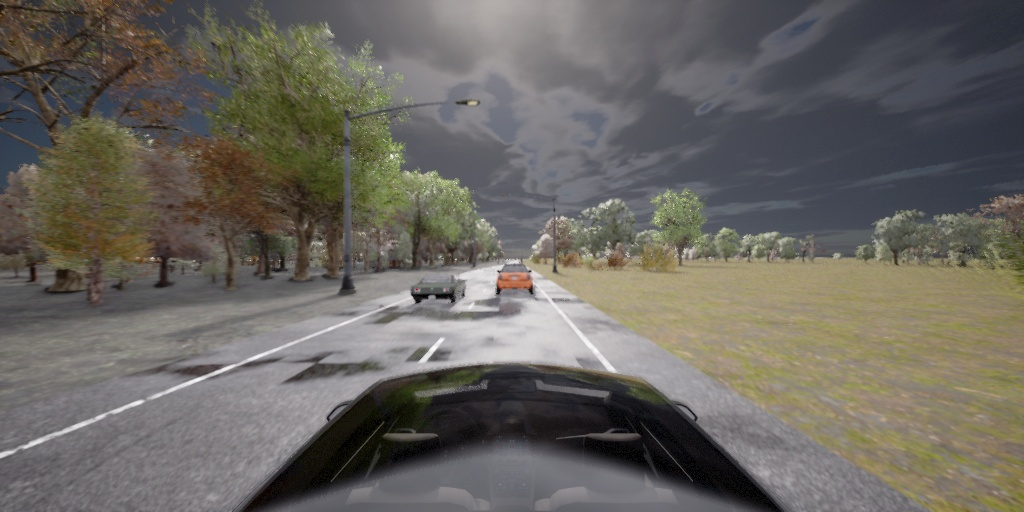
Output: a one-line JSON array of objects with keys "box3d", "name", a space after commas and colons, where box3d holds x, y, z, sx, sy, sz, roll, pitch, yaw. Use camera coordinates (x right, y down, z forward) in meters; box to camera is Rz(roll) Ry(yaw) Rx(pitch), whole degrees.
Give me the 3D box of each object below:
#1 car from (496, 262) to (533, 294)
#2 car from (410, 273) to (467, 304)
[{"box3d": [0.154, 1.233, 21.740, 2.097, 1.767, 4.553, 0, 0, 0], "name": "car"}, {"box3d": [-3.359, 1.480, 17.344, 1.895, 1.301, 4.718, 0, 0, 0], "name": "car"}]
